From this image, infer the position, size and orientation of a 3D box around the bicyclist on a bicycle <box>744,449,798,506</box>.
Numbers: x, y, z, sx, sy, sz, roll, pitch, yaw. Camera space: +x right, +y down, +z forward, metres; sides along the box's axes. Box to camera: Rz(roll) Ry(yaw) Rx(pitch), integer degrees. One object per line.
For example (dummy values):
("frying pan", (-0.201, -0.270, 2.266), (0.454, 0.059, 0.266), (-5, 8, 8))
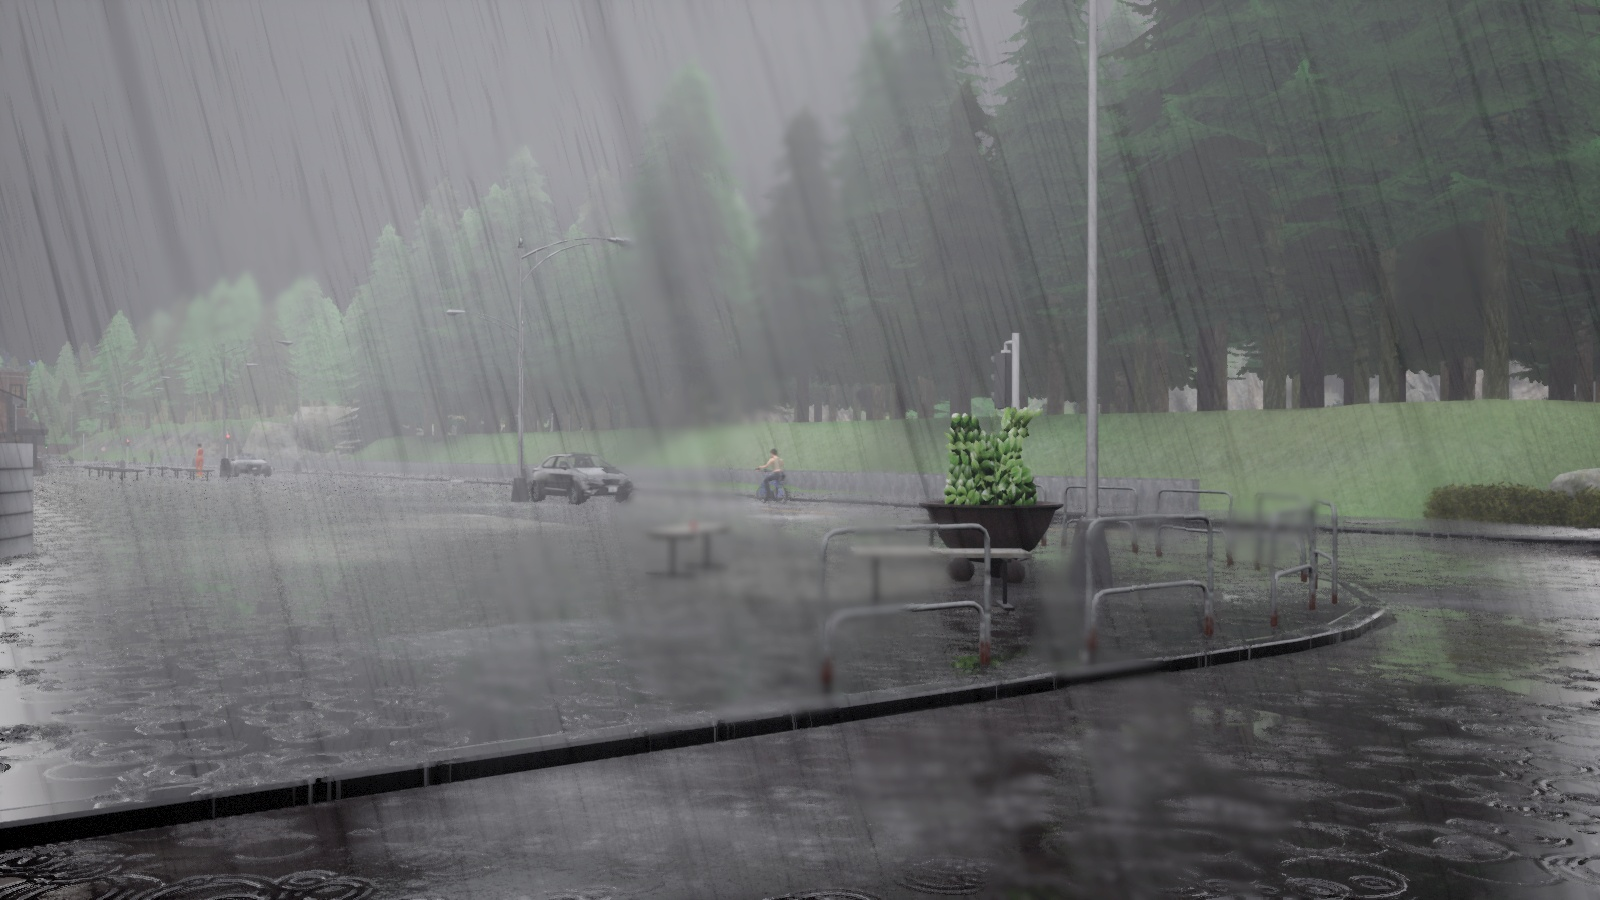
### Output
("bicyclist on a bicycle", (-0.839, 0.772, 36.317), (0.866, 1.612, 1.509), (0, 0, -35))

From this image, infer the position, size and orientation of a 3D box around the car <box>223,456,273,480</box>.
("car", (-33.253, 1.064, 75.611), (1.994, 1.385, 4.181), (0, 0, -35))

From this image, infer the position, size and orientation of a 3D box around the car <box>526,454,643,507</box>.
("car", (-6.478, 0.864, 37.391), (1.816, 1.474, 4.193), (0, 0, -35))

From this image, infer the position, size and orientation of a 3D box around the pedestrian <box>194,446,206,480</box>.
("pedestrian", (-32.736, 0.692, 68.482), (0.594, 1.836, 0.345), (0, 0, 36))
